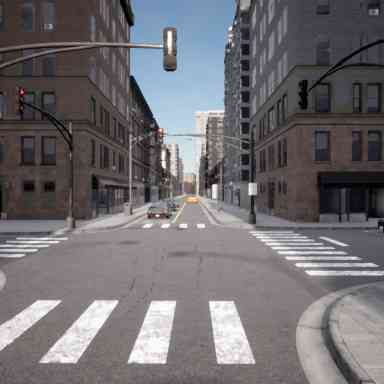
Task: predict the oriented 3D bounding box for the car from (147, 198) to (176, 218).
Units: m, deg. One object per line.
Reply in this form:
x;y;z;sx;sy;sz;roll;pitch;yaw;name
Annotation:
-2.843;1.556;30.016;2.033;1.411;5.357;0;0;0;car

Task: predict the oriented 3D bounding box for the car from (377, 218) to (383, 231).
12.372;1.563;17.918;4.313;1.339;1.947;0;0;0;car

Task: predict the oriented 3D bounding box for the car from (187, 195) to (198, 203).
0.107;1.423;70.090;2.097;1.767;4.553;0;0;0;car

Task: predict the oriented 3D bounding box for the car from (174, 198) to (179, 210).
-2.837;1.523;39.735;1.837;1.490;4.892;0;0;0;car
